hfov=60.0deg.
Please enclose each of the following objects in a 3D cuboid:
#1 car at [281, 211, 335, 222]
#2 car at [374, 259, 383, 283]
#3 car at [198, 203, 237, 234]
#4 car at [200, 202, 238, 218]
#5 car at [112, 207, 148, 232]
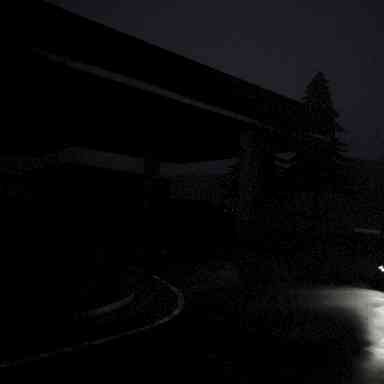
[{"bbox_3d":[10.610,2.408,30.415,1.895,1.301,4.718,2,-1,-37],"label":"car"},{"bbox_3d":[7.398,1.848,9.554,5.357,1.411,2.033,-1,0,-35],"label":"car"},{"bbox_3d":[2.151,1.854,23.493,1.905,1.878,3.866,2,-1,-37],"label":"car"},{"bbox_3d":[3.169,2.159,40.453,2.097,1.767,4.553,2,-1,-37],"label":"car"},{"bbox_3d":[-4.983,1.883,23.523,2.242,1.667,4.611,2,-1,-37],"label":"car"}]
